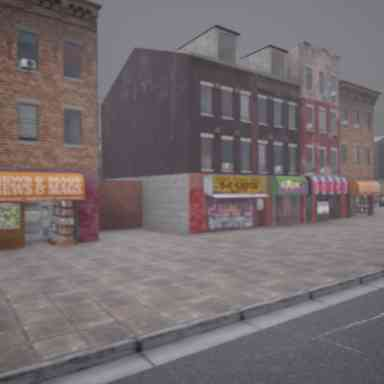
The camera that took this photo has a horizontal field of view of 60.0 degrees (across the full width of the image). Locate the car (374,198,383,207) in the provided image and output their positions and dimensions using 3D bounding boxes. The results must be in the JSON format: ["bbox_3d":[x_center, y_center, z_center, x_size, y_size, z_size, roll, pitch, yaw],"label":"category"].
[{"bbox_3d":[25.813,1.341,43.003,1.887,1.381,4.507,-2,0,-36],"label":"car"}]
